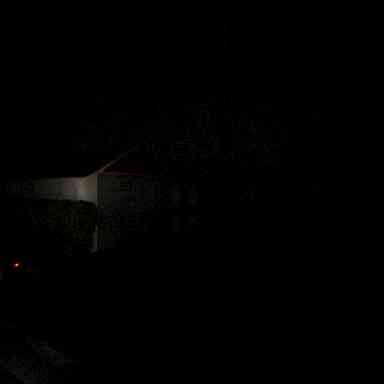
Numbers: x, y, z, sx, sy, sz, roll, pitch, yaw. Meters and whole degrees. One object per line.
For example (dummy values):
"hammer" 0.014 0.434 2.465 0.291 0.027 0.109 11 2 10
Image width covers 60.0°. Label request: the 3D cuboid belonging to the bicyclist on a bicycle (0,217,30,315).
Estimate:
"bicyclist on a bicycle" -3.276 1.302 6.137 0.582 1.620 1.656 0 2 -35
